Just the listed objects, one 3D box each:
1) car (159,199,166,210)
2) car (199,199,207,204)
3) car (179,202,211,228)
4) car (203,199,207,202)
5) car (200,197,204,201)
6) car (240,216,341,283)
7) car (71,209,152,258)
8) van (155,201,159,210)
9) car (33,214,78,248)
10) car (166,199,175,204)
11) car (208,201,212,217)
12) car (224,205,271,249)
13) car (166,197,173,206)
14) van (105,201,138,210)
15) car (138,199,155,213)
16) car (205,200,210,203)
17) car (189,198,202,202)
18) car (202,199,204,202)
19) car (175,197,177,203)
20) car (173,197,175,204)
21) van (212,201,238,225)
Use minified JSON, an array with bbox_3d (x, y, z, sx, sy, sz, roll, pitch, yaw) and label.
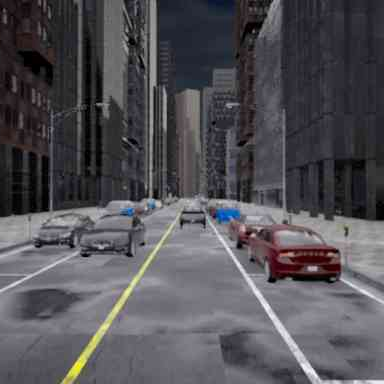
[{"bbox_3d":[-5.700,2.104,54.575,1.752,1.417,4.829,0,-1,0],"label":"car"},{"bbox_3d":[2.863,2.550,88.393,1.802,1.307,4.206,0,-1,0],"label":"car"},{"bbox_3d":[0.079,1.750,24.578,2.128,1.511,4.902,0,-1,1],"label":"car"},{"bbox_3d":[2.813,1.985,43.695,1.752,1.417,4.829,0,-1,0],"label":"car"},{"bbox_3d":[2.844,2.325,71.568,2.008,1.369,4.403,0,-1,0],"label":"car"},{"bbox_3d":[2.774,1.649,9.872,1.887,1.381,4.507,0,-1,0],"label":"car"},{"bbox_3d":[-2.998,1.650,13.496,1.837,1.490,4.892,0,-1,0],"label":"car"},{"bbox_3d":[-5.712,1.798,43.529,1.690,1.788,3.998,0,-1,0],"label":"van"},{"bbox_3d":[-5.745,1.713,15.481,2.008,1.369,4.403,0,-1,0],"label":"car"},{"bbox_3d":[-5.662,2.519,88.399,2.008,1.369,4.403,0,-1,0],"label":"car"},{"bbox_3d":[2.800,1.884,32.307,1.887,1.381,4.507,0,-1,0],"label":"car"},{"bbox_3d":[2.781,1.603,15.482,1.967,1.590,4.097,0,-1,0],"label":"car"},{"bbox_3d":[-5.681,2.340,71.572,1.947,1.339,4.313,0,-1,0],"label":"car"},{"bbox_3d":[-5.732,1.622,26.702,1.690,1.788,3.998,0,-1,0],"label":"van"},{"bbox_3d":[-5.719,1.838,37.919,1.967,1.590,4.097,0,-1,0],"label":"car"},{"bbox_3d":[2.806,1.965,37.916,1.947,1.339,4.313,0,-1,0],"label":"car"},{"bbox_3d":[0.059,2.016,46.614,1.812,1.442,4.674,0,0,0],"label":"car"},{"bbox_3d":[2.819,2.045,49.304,1.752,1.417,4.829,0,-1,0],"label":"car"},{"bbox_3d":[-5.668,2.218,82.793,2.192,1.841,5.009,0,-1,0],"label":"car"},{"bbox_3d":[-5.675,2.278,77.183,1.967,1.590,4.097,0,-1,0],"label":"car"},{"bbox_3d":[2.793,1.622,26.700,1.690,1.788,3.998,0,-1,0],"label":"van"}]
